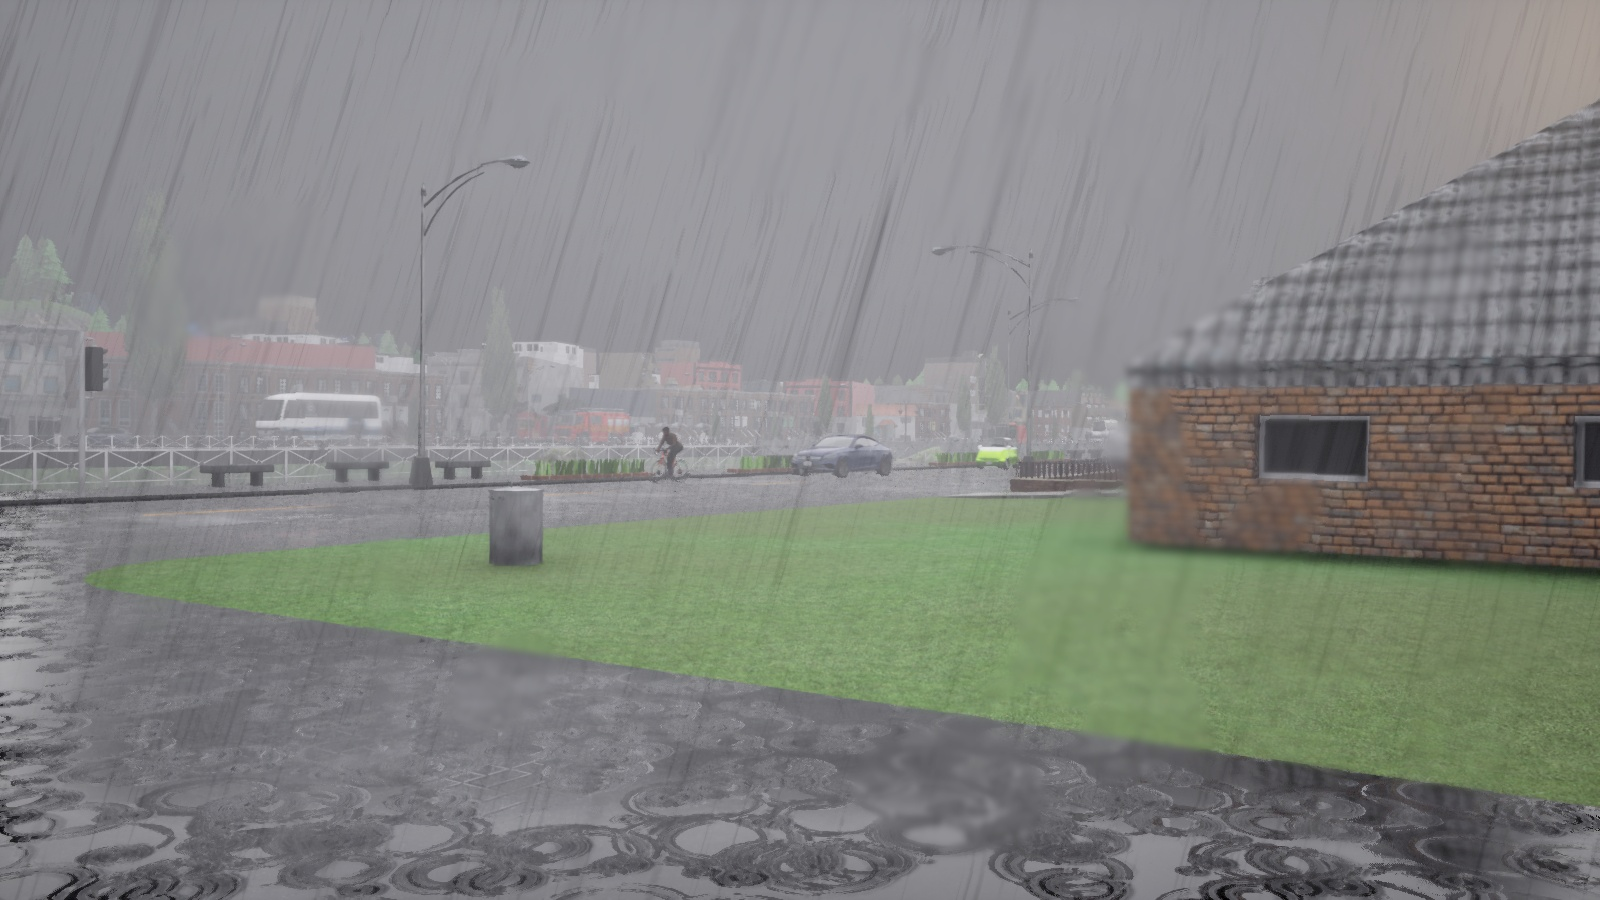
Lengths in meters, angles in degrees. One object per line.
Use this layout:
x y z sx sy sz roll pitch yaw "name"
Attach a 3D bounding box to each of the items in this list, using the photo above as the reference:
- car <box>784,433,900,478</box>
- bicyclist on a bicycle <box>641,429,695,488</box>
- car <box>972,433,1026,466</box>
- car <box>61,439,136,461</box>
1.530 0.149 43.506 1.812 1.442 4.674 0 1 34 "car"
-3.720 0.232 35.600 0.582 1.620 1.656 0 1 34 "bicyclist on a bicycle"
8.588 -0.031 54.134 1.481 1.376 2.207 0 1 34 "car"
-48.491 -0.002 86.866 1.816 1.474 4.193 0 1 34 "car"
